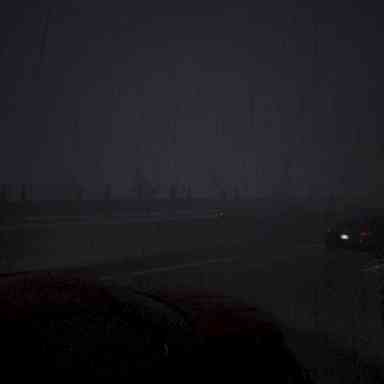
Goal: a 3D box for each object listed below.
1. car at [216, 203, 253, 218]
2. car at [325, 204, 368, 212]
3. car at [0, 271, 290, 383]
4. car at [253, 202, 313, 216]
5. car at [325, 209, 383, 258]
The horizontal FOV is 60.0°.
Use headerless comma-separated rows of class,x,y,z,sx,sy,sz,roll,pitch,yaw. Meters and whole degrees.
car,4.055,1.576,27.751,4.181,1.385,1.994,0,0,-31
car,11.158,1.578,23.778,4.181,1.385,1.994,0,0,-29
car,-1.254,1.478,2.852,5.008,1.535,1.882,0,0,-36
car,7.284,1.539,25.619,4.674,1.442,1.812,0,0,-29
car,7.122,1.572,12.974,4.181,1.385,1.994,0,0,-33
